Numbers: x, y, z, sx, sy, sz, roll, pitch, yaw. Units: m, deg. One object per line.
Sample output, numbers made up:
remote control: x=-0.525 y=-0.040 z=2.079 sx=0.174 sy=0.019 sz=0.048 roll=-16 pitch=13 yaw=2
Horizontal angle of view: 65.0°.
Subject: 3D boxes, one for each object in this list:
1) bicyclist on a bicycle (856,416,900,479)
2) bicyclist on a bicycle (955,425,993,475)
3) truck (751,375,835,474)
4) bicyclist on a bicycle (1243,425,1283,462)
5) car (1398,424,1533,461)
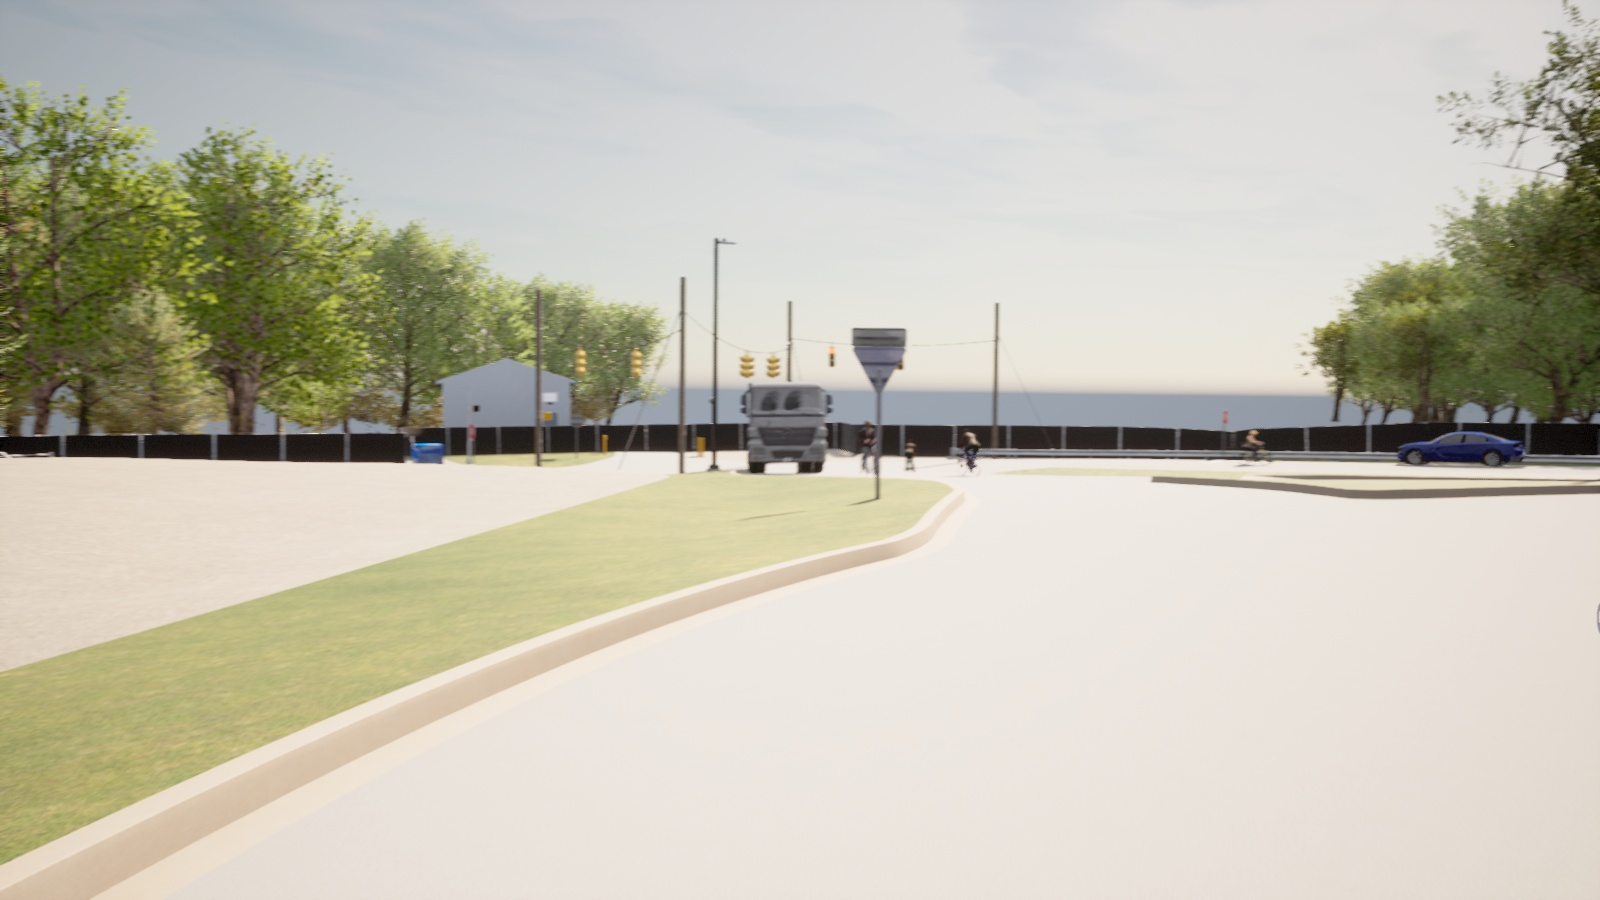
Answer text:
bicyclist on a bicycle: x=2.238 y=-0.052 z=36.241 sx=0.659 sy=1.776 sz=1.843 roll=-1 pitch=-1 yaw=-16
bicyclist on a bicycle: x=5.835 y=0.005 z=42.204 sx=0.582 sy=1.620 sz=1.656 roll=0 pitch=0 yaw=-19
truck: x=-0.413 y=-0.833 z=49.086 sx=2.891 sy=3.462 sz=7.936 roll=-1 pitch=-2 yaw=-3
bicyclist on a bicycle: x=21.061 y=-0.297 z=57.109 sx=1.509 sy=1.612 sz=0.866 roll=1 pitch=3 yaw=36
car: x=29.223 y=-0.335 z=55.235 sx=5.008 sy=1.535 sz=1.882 roll=1 pitch=2 yaw=39
